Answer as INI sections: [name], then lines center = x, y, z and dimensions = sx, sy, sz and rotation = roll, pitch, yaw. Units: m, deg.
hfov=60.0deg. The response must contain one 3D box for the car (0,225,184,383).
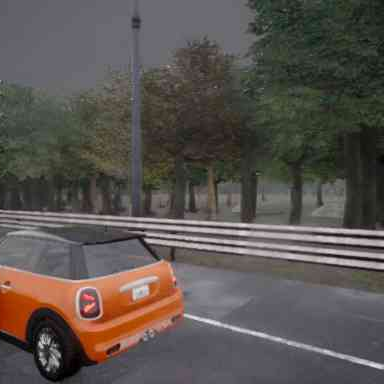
[car]
center = -2.417, 1.378, 5.714
dimensions = 4.553, 1.767, 2.097
rotation = 0, 0, 36
